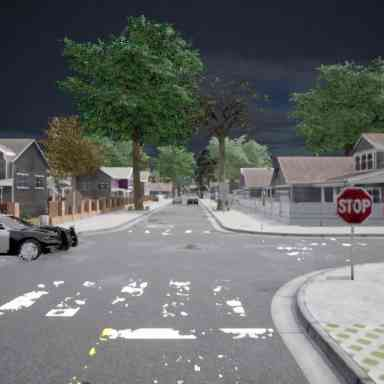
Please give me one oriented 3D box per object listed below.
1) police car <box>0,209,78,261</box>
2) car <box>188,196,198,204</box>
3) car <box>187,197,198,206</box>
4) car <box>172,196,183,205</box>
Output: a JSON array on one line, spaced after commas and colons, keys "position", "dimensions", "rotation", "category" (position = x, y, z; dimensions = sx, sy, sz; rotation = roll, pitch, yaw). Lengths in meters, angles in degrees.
[{"position": [-6.786, 1.457, 11.743], "dimensions": [5.238, 1.638, 1.930], "rotation": [0, 0, 0], "category": "police car"}, {"position": [0.134, 1.605, 67.321], "dimensions": [1.994, 1.385, 4.181], "rotation": [0, 0, 0], "category": "car"}, {"position": [0.113, 1.510, 56.902], "dimensions": [1.882, 1.535, 5.008], "rotation": [0, 0, 0], "category": "car"}, {"position": [-2.629, 1.541, 61.078], "dimensions": [1.837, 1.490, 4.892], "rotation": [0, 0, 0], "category": "car"}]
